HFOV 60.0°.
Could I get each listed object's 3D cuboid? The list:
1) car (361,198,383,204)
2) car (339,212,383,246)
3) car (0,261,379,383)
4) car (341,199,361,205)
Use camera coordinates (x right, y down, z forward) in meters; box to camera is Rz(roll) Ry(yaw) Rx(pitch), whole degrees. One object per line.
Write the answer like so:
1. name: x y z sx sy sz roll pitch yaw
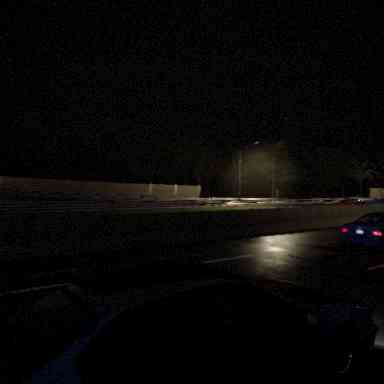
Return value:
1. car: 24.316 1.534 42.783 5.008 1.535 1.882 1 0 -35
2. car: 8.378 1.551 14.021 5.357 1.411 2.033 0 0 -36
3. car: -0.104 1.547 3.671 5.357 1.411 2.033 0 0 -36
4. car: 22.610 1.659 45.858 4.718 1.301 1.895 0 0 -35
